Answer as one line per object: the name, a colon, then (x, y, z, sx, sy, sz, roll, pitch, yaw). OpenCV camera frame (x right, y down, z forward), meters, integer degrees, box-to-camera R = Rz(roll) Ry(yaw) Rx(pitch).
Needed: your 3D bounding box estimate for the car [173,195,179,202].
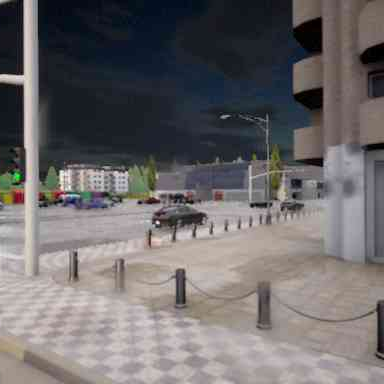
car: (-2.302, 1.553, 67.619, 1.905, 1.878, 3.866, -1, 0, 36)

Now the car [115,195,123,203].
car: (-18.192, 1.721, 79.132, 1.905, 1.878, 3.866, -1, 0, 36)

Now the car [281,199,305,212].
car: (12.563, 1.668, 41.323, 1.837, 1.490, 4.892, -1, -1, 36)

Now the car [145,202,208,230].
car: (-0.740, 1.675, 22.898, 1.837, 1.490, 4.892, -1, -1, 36)

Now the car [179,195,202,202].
car: (0.007, 1.525, 65.872, 1.932, 1.855, 4.605, -1, 0, 36)

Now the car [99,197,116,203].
car: (-20.525, 1.985, 80.843, 1.970, 1.475, 3.806, -1, 0, 36)

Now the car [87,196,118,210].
car: (-14.763, 1.820, 55.084, 1.970, 1.475, 3.806, -1, 0, 36)

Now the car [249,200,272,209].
car: (10.416, 1.823, 50.307, 1.895, 1.301, 4.718, -1, 0, 36)

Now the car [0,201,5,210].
car: (-28.311, 1.874, 46.264, 1.970, 1.475, 3.806, -1, 0, 36)

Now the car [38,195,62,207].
car: (-28.482, 1.723, 64.951, 1.932, 1.855, 4.605, -1, 0, 36)
